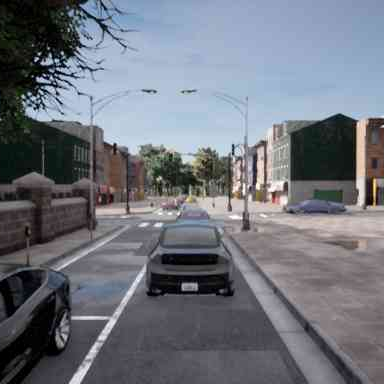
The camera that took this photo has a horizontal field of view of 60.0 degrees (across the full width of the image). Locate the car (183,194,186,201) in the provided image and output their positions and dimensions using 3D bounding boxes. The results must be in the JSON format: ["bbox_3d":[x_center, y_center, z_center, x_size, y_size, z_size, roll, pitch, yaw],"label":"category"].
[{"bbox_3d":[-2.678,1.580,63.414,1.887,1.381,4.507,-1,0,0],"label":"car"}]

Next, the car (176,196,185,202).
[{"bbox_3d":[-2.685,1.630,79.718,1.947,1.339,4.313,-1,0,0],"label":"car"}]

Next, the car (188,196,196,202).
[{"bbox_3d":[-0.040,1.609,82.263,2.033,1.411,5.357,0,0,0],"label":"car"}]

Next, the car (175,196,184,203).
[{"bbox_3d":[-2.683,1.599,74.283,1.887,1.381,4.507,-1,0,0],"label":"car"}]

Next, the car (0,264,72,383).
[{"bbox_3d":[-2.646,1.563,3.355,1.947,1.339,4.313,-1,0,0],"label":"car"}]

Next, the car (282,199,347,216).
[{"bbox_3d":[10.964,1.352,29.951,5.357,1.411,2.033,-1,1,0],"label":"car"}]

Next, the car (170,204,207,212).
[{"bbox_3d":[0.092,1.540,16.094,2.033,1.411,5.357,0,0,0],"label":"car"}]

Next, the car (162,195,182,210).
[{"bbox_3d":[-2.667,1.446,41.675,1.967,1.590,4.097,-1,0,0],"label":"car"}]

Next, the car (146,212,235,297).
[{"bbox_3d":[-0.027,1.499,8.539,1.837,1.490,4.892,0,0,0],"label":"car"}]

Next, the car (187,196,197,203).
[{"bbox_3d":[-0.024,1.528,71.828,1.882,1.535,5.008,0,0,0],"label":"car"}]
